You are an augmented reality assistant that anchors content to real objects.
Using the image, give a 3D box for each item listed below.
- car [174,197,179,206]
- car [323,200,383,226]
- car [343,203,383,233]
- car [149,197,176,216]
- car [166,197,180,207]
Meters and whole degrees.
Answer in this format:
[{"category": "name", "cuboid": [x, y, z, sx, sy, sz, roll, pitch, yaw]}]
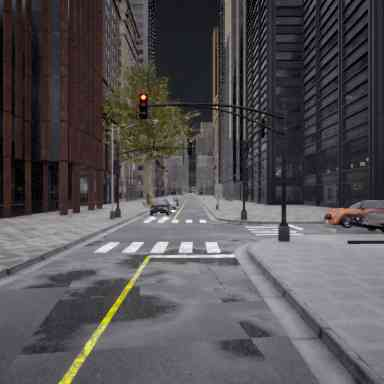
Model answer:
[{"category": "car", "cuboid": [-3.069, 1.539, 43.668, 1.812, 1.442, 4.674, 0, 0, 0]}, {"category": "car", "cuboid": [10.855, 1.311, 21.207, 4.553, 1.767, 2.097, 0, 0, 0]}, {"category": "car", "cuboid": [11.534, 1.491, 18.108, 5.357, 1.411, 2.033, 0, 0, 0]}, {"category": "car", "cuboid": [-3.084, 1.553, 33.513, 2.033, 1.411, 5.357, 0, 0, 0]}, {"category": "car", "cuboid": [-3.062, 1.579, 54.147, 2.033, 1.411, 5.357, 0, 0, 0]}]
